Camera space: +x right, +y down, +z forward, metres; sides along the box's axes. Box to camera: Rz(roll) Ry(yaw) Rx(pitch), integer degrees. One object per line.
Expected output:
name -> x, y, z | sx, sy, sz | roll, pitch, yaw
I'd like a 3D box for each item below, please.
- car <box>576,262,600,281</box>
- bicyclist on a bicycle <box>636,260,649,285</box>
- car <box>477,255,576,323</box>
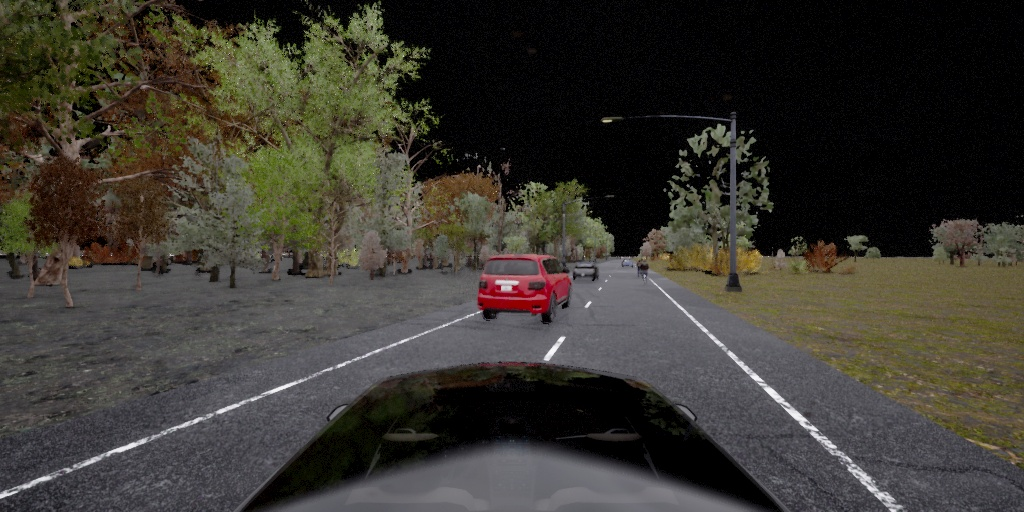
car -> 6.276, 1.246, 30.193 | 2.128, 1.511, 4.902 | 0, 0, 18
bicyclist on a bicycle -> 9.170, 1.125, 24.855 | 0.659, 1.776, 1.843 | 0, 0, 17
car -> 0.661, 0.974, 12.404 | 2.150, 2.045, 5.566 | 0, 0, 18
